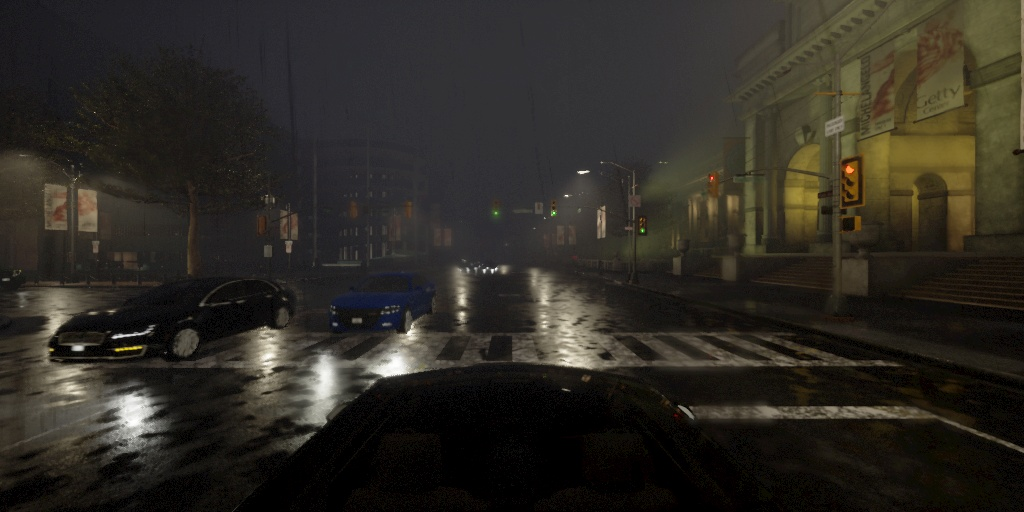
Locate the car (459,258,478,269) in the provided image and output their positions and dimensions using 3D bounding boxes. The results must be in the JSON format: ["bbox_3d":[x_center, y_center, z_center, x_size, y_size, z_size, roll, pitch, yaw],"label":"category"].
[{"bbox_3d":[-7.064,1.301,56.128,2.033,1.411,5.357,0,0,0],"label":"car"}]

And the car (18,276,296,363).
[{"bbox_3d":[-7.095,1.255,8.292,1.837,1.490,4.892,0,0,0],"label":"car"}]

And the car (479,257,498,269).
[{"bbox_3d":[-3.572,1.317,56.222,1.994,1.385,4.181,0,0,0],"label":"car"}]

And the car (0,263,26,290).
[{"bbox_3d":[-31.104,0.973,20.092,5.566,2.045,2.150,0,0,0],"label":"car"}]

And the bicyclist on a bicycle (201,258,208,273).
[{"bbox_3d":[-34.206,1.053,39.558,0.582,1.620,1.656,0,0,0],"label":"bicyclist on a bicycle"}]

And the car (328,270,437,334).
[{"bbox_3d":[-3.595,1.228,10.826,1.882,1.535,5.008,0,0,0],"label":"car"}]
